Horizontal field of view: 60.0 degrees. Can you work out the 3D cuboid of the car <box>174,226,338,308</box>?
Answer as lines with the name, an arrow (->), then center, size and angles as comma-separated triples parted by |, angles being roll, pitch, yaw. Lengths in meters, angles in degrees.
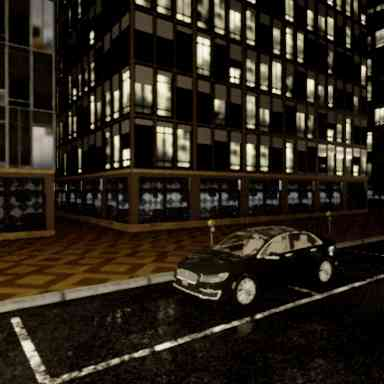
car -> 1.646, 1.509, 7.734 | 4.403, 1.369, 2.008 | -1, 1, -36
